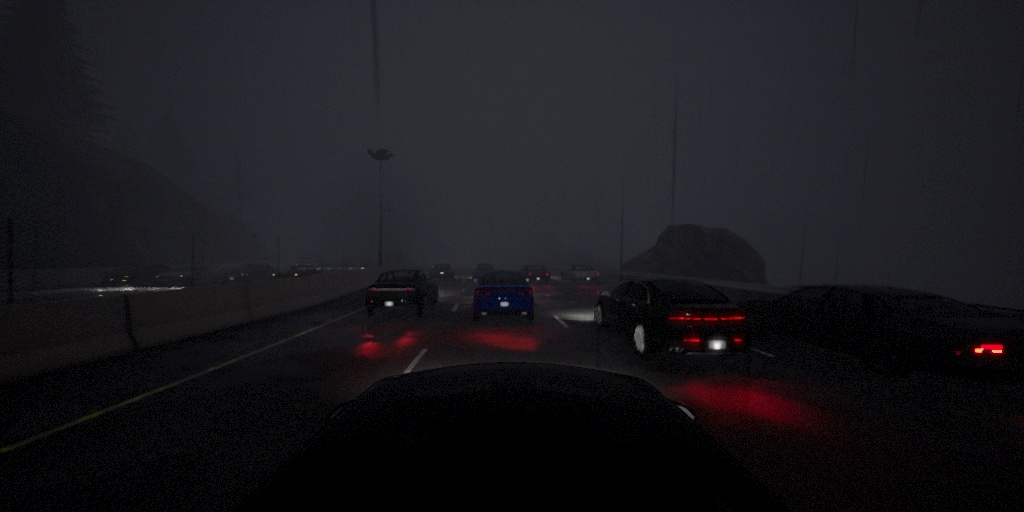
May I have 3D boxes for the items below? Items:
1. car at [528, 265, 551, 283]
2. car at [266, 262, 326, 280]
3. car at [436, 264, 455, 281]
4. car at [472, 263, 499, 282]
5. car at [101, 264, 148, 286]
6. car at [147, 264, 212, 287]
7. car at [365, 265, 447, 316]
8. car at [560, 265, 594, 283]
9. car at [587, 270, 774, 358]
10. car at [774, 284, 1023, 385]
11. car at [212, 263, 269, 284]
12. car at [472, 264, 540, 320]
[{"bbox_3d":[1.595,1.345,28.007,1.895,1.301,4.718,0,0,-8],"label":"car"},{"bbox_3d":[-16.148,1.386,27.113,1.895,1.301,4.718,0,0,-9],"label":"car"},{"bbox_3d":[-5.906,1.325,30.557,1.994,1.385,4.181,0,0,-9],"label":"car"},{"bbox_3d":[-2.326,1.317,30.307,1.994,1.385,4.181,0,0,-9],"label":"car"},{"bbox_3d":[-26.597,1.315,25.863,1.837,1.490,4.892,0,0,-9],"label":"car"},{"bbox_3d":[-23.050,1.327,25.803,1.812,1.442,4.674,0,0,-9],"label":"car"},{"bbox_3d":[-3.915,1.250,13.390,2.128,1.511,4.902,0,0,-4],"label":"car"},{"bbox_3d":[5.157,1.337,27.802,1.895,1.301,4.718,0,0,-8],"label":"car"},{"bbox_3d":[3.363,1.246,8.449,1.837,1.490,4.892,0,0,-2],"label":"car"},{"bbox_3d":[6.931,1.281,7.288,2.033,1.411,5.357,0,0,-2],"label":"car"},{"bbox_3d":[-19.727,1.285,27.195,2.128,1.511,4.902,0,0,-9],"label":"car"},{"bbox_3d":[-0.360,1.228,12.748,1.882,1.535,5.008,0,0,-3],"label":"car"}]
